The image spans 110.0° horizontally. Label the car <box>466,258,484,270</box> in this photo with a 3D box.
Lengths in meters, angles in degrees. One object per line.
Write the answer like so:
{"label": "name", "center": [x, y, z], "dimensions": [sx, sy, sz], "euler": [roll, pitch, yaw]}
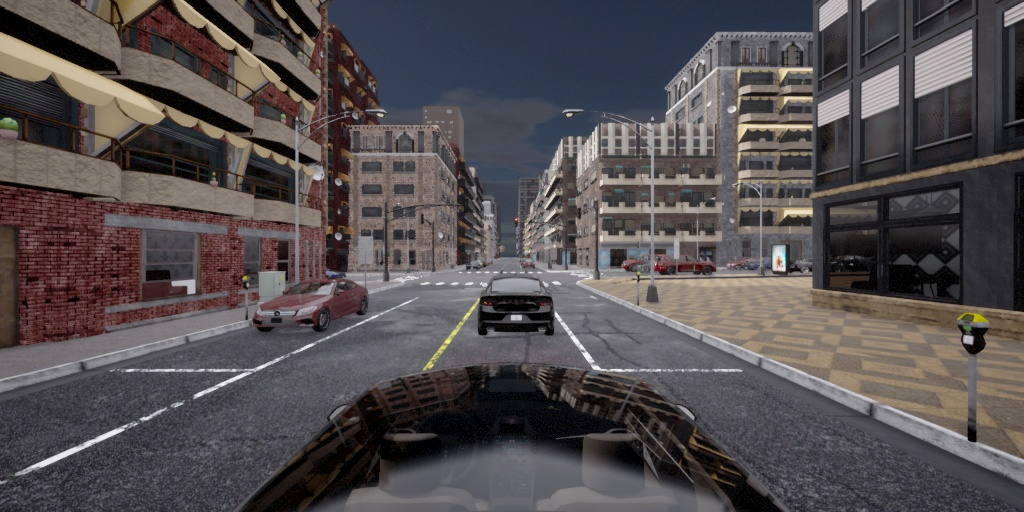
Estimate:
{"label": "car", "center": [-5.674, 1.330, 52.848], "dimensions": [1.948, 1.339, 4.313], "euler": [0, 0, 0]}

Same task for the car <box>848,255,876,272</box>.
{"label": "car", "center": [31.360, 0.718, 30.937], "dimensions": [4.313, 1.339, 1.948], "euler": [0, 0, 0]}

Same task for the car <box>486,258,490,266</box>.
{"label": "car", "center": [-5.670, 1.086, 64.213], "dimensions": [2.192, 1.841, 5.009], "euler": [0, 0, 0]}

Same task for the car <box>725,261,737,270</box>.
{"label": "car", "center": [25.679, 0.824, 39.270], "dimensions": [4.207, 1.307, 1.802], "euler": [0, 0, 0]}

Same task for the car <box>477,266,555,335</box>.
{"label": "car", "center": [0.101, 1.228, 10.482], "dimensions": [1.882, 1.535, 5.008], "euler": [0, 0, 0]}

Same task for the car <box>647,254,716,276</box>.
{"label": "car", "center": [14.719, 0.778, 30.798], "dimensions": [5.009, 1.841, 2.192], "euler": [0, 0, 0]}

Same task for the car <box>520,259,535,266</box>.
{"label": "car", "center": [2.708, 1.208, 58.530], "dimensions": [1.967, 1.591, 4.097], "euler": [0, 0, 0]}

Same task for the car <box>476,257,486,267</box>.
{"label": "car", "center": [-5.672, 1.293, 58.361], "dimensions": [1.751, 1.417, 4.829], "euler": [0, 0, 0]}

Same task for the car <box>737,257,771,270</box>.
{"label": "car", "center": [26.603, 0.776, 36.687], "dimensions": [5.357, 1.411, 2.033], "euler": [-1, 0, 0]}

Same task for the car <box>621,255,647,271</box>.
{"label": "car", "center": [14.587, 0.764, 39.177], "dimensions": [5.009, 1.841, 2.192], "euler": [0, 0, 0]}

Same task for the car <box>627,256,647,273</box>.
{"label": "car", "center": [14.457, 1.021, 36.585], "dimensions": [4.181, 1.385, 1.994], "euler": [-1, 0, -1]}

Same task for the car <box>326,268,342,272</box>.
{"label": "car", "center": [-18.278, 1.614, 33.113], "dimensions": [5.357, 1.411, 2.033], "euler": [-1, 0, -1]}

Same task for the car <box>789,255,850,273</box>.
{"label": "car", "center": [25.812, 0.822, 30.891], "dimensions": [4.313, 1.339, 1.948], "euler": [0, 0, 0]}

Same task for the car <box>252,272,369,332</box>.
{"label": "car", "center": [-5.739, 1.332, 10.825], "dimensions": [1.802, 1.307, 4.207], "euler": [0, 0, 0]}
